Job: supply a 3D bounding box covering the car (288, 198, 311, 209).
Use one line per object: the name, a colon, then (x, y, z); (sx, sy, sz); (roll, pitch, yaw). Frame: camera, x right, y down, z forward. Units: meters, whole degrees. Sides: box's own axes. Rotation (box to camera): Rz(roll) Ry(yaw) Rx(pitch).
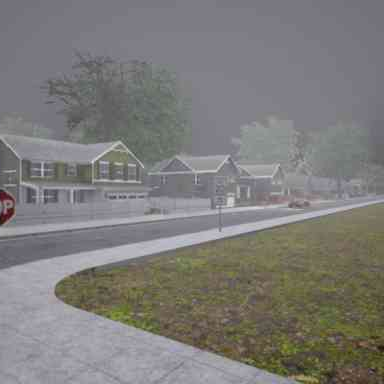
car: (15.031, 1.510, 46.173); (2.033, 1.411, 5.357); (0, 0, 35)
